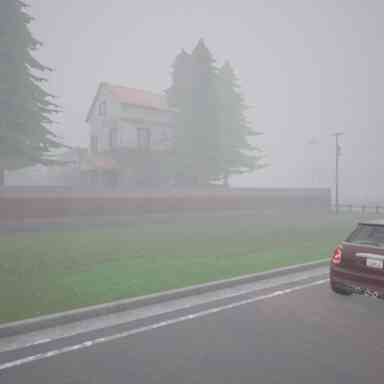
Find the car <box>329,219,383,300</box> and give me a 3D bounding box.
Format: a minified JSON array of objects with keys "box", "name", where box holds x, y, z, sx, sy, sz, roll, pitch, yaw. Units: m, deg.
[{"box":[5.139,1.352,7.428,4.553,1.767,2.097,0,0,-35],"name":"car"}]
